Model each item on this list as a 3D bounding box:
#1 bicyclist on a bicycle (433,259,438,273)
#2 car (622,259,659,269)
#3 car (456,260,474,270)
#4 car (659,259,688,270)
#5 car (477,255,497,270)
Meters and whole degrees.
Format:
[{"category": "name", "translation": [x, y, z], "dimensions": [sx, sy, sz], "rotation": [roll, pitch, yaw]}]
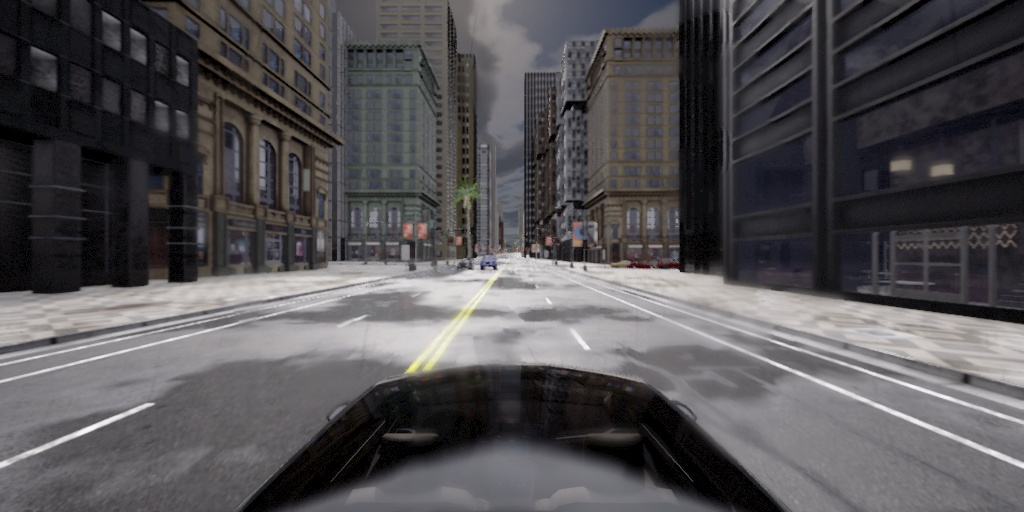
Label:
[{"category": "bicyclist on a bicycle", "translation": [-8.892, 1.164, 41.695], "dimensions": [0.582, 1.620, 1.656], "rotation": [0, 0, -1]}, {"category": "car", "translation": [20.707, 1.517, 57.825], "dimensions": [4.507, 1.381, 1.888], "rotation": [0, 0, 0]}, {"category": "car", "translation": [-6.525, 1.260, 50.231], "dimensions": [1.994, 1.385, 4.181], "rotation": [0, 0, 0]}, {"category": "car", "translation": [25.794, 1.356, 57.809], "dimensions": [5.009, 1.841, 2.192], "rotation": [0, 0, 0]}, {"category": "car", "translation": [-3.268, 0.919, 50.847], "dimensions": [2.150, 2.045, 5.566], "rotation": [0, 0, 0]}]
